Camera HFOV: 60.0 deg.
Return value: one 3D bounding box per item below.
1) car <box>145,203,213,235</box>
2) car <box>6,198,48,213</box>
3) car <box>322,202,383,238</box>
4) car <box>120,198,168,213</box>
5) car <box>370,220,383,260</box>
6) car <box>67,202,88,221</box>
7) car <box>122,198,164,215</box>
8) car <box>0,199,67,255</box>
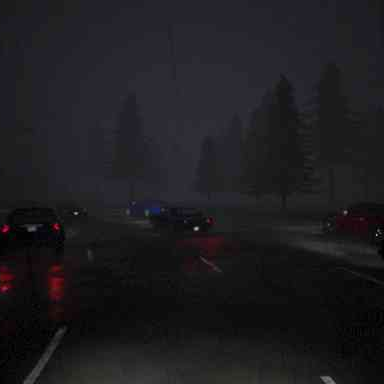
[{"bbox_3d":[-0.781,1.497,18.432,1.895,1.301,4.718,0,0,-26],"label":"car"},{"bbox_3d":[-17.653,1.407,35.645,4.181,1.385,1.994,0,0,29],"label":"car"},{"bbox_3d":[8.129,1.241,15.303,2.097,1.767,4.553,0,0,-18],"label":"car"},{"bbox_3d":[-5.235,1.355,35.930,5.357,1.411,2.033,0,0,40],"label":"car"},{"bbox_3d":[6.477,1.540,7.376,1.895,1.301,4.718,0,0,-9],"label":"car"},{"bbox_3d":[-9.354,1.447,24.617,1.994,1.385,4.181,0,0,-40],"label":"car"},{"bbox_3d":[-3.966,1.321,29.151,1.882,1.535,5.008,0,0,-41],"label":"car"},{"bbox_3d":[-6.283,1.291,13.391,2.097,1.767,4.553,0,0,-22],"label":"car"}]
